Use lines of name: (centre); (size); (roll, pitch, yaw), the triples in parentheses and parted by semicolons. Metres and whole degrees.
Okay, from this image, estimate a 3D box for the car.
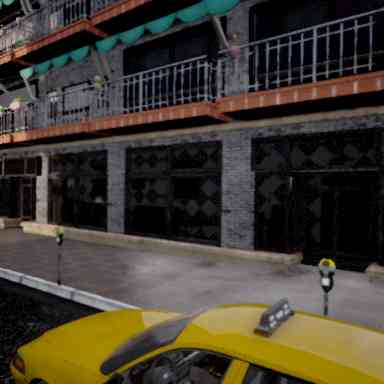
car: (0.388, 1.517, 2.589); (4.829, 1.417, 1.752); (1, 1, 36)
